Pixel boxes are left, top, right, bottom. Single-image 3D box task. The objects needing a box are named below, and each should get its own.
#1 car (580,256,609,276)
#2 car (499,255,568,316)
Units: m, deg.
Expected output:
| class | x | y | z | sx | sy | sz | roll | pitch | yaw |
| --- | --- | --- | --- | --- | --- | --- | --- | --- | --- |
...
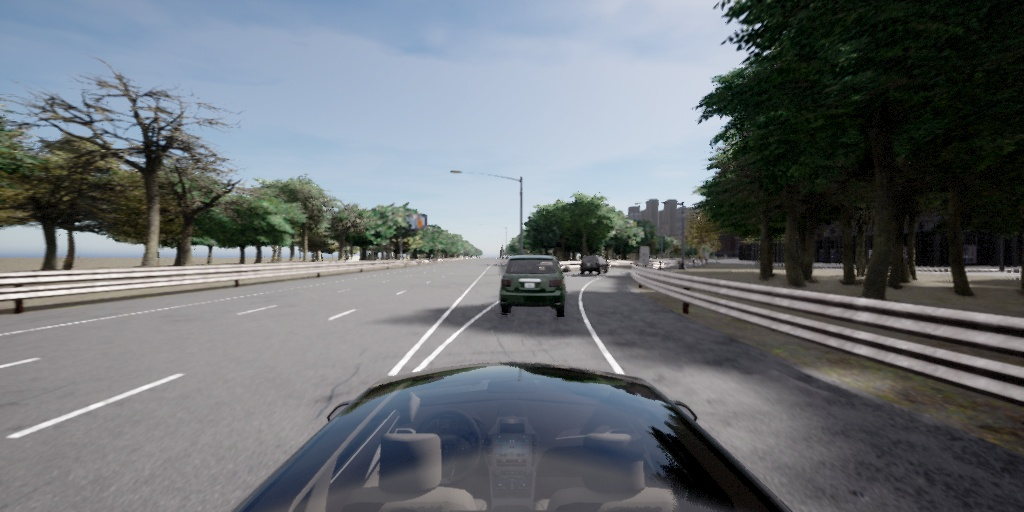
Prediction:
| class | x | y | z | sx | sy | sz | roll | pitch | yaw |
| --- | --- | --- | --- | --- | --- | --- | --- | --- | --- |
| car | 9.144 | 1.063 | 39.539 | 2.150 | 2.045 | 5.566 | 0 | 0 | 27 |
| car | 0.957 | 1.007 | 13.679 | 2.150 | 2.045 | 5.566 | 0 | 0 | 9 |
